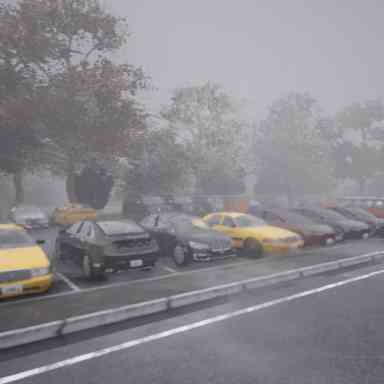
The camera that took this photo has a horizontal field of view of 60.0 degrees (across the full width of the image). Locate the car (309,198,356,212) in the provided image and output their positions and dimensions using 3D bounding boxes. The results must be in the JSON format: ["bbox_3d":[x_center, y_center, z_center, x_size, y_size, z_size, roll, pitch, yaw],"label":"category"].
[{"bbox_3d":[16.835,1.565,40.176,2.163,1.488,4.792,1,0,-35],"label":"car"}]

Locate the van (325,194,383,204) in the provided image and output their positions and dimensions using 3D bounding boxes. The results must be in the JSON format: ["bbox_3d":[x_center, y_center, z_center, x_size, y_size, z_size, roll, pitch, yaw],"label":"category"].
[{"bbox_3d":[10.733,1.261,19.966,1.878,1.987,4.442,0,0,-35],"label":"van"}]

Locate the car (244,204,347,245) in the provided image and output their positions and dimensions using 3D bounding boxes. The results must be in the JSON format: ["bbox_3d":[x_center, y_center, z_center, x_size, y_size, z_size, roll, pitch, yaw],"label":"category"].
[{"bbox_3d":[4.030,1.521,15.021,2.163,1.488,4.792,0,0,-35],"label":"car"}]

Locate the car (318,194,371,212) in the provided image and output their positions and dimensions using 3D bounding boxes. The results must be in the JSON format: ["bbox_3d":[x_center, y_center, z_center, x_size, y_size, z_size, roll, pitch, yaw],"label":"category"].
[{"bbox_3d":[19.061,1.307,41.828,2.435,2.045,5.566,1,0,-35],"label":"car"}]

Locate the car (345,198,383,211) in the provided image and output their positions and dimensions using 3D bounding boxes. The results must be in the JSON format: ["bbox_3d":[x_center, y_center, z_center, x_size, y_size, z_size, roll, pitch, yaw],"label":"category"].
[{"bbox_3d":[23.698,1.600,44.863,1.946,1.575,5.366,1,0,-35],"label":"car"}]

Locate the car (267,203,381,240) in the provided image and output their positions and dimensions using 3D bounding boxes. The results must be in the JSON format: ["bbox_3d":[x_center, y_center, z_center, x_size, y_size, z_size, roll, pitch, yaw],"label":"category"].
[{"bbox_3d":[6.293,1.520,16.630,2.163,1.488,4.792,0,0,-35],"label":"car"}]

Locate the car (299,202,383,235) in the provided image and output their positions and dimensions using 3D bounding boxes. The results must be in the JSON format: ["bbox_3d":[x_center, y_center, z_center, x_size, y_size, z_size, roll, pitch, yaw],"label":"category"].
[{"bbox_3d":[8.555,1.518,18.238,2.163,1.488,4.792,0,0,-35],"label":"car"}]

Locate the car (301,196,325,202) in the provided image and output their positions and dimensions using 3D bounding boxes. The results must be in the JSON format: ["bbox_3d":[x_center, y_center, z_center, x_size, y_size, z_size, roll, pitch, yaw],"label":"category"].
[{"bbox_3d":[12.185,1.528,36.940,2.163,1.488,4.792,0,0,-35],"label":"car"}]

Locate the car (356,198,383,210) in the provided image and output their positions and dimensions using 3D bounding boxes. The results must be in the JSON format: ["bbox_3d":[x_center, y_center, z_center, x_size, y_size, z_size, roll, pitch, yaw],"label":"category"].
[{"bbox_3d":[25.849,1.666,46.617,2.002,1.452,4.674,1,0,-35],"label":"car"}]

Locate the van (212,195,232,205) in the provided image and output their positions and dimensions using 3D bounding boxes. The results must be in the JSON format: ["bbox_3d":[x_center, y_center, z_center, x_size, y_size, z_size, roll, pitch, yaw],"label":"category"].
[{"bbox_3d":[1.090,1.260,28.872,1.878,1.987,4.442,0,0,-35],"label":"van"}]

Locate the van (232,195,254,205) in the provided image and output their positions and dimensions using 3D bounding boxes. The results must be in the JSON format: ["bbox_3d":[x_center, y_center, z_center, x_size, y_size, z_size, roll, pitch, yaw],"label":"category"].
[{"bbox_3d":[3.213,1.258,30.668,1.878,1.987,4.442,0,0,-35],"label":"van"}]

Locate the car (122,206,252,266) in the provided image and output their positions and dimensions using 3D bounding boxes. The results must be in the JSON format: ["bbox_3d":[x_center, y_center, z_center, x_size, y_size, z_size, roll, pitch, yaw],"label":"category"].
[{"bbox_3d":[-0.516,1.496,11.832,2.231,1.521,4.892,0,0,-35],"label":"car"}]

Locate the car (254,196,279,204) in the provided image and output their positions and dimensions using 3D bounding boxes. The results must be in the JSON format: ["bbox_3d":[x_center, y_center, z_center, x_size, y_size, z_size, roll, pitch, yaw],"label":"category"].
[{"bbox_3d":[5.535,1.482,32.182,2.097,1.535,5.008,0,0,-35],"label":"car"}]

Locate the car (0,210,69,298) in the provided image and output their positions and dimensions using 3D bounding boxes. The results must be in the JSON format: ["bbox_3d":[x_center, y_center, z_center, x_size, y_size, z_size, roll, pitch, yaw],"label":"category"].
[{"bbox_3d":[-4.930,1.495,8.459,1.946,1.575,5.366,0,0,-35],"label":"car"}]

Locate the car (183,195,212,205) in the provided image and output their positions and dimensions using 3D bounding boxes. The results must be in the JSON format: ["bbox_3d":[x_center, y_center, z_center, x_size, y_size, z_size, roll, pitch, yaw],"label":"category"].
[{"bbox_3d":[-1.218,1.236,27.340,2.435,2.045,5.566,0,0,-35],"label":"car"}]

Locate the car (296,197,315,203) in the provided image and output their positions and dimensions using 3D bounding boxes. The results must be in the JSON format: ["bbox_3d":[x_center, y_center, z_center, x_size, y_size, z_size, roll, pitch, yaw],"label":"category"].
[{"bbox_3d":[10.034,1.518,35.411,2.163,1.488,4.792,0,0,-35],"label":"car"}]

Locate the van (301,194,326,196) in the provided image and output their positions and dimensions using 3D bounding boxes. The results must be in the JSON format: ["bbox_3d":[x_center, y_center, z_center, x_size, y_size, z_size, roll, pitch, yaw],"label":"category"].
[{"bbox_3d":[14.394,1.289,38.618,1.878,1.987,4.442,0,0,-35],"label":"van"}]

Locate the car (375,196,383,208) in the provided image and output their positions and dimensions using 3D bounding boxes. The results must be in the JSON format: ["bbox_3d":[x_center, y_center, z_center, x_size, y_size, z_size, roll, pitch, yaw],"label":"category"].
[{"bbox_3d":[30.244,1.544,49.783,2.185,1.767,4.553,1,0,-35],"label":"car"}]

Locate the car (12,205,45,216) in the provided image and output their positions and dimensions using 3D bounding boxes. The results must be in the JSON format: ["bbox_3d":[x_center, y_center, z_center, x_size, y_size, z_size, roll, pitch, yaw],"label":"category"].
[{"bbox_3d":[-10.369,1.534,20.871,2.002,1.452,4.674,0,0,-35],"label":"car"}]

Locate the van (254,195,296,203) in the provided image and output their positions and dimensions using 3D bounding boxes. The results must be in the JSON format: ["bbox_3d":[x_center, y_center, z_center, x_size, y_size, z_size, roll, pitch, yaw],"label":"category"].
[{"bbox_3d":[7.871,1.258,33.704,1.878,1.987,4.442,0,0,-36],"label":"van"}]

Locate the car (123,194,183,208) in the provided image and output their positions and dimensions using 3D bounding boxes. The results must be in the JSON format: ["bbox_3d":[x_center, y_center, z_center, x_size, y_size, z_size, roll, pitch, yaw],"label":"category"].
[{"bbox_3d":[-3.476,1.238,25.734,2.435,2.045,5.566,0,0,-35],"label":"car"}]

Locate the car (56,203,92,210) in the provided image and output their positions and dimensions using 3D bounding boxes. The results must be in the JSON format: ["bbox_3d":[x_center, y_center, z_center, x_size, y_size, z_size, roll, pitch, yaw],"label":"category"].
[{"bbox_3d":[-8.005,1.492,22.542,2.097,1.535,5.008,0,0,-35],"label":"car"}]

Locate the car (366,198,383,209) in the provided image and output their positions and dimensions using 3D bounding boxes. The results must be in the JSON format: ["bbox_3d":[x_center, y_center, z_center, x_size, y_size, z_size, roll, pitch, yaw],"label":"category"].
[{"bbox_3d":[28.122,1.678,48.200,2.163,1.488,4.792,1,0,-35],"label":"car"}]

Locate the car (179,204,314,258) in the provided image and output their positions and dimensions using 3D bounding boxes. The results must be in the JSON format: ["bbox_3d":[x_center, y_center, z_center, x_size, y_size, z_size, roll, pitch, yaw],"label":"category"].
[{"bbox_3d":[1.858,1.490,13.285,1.946,1.575,5.366,0,0,-35],"label":"car"}]

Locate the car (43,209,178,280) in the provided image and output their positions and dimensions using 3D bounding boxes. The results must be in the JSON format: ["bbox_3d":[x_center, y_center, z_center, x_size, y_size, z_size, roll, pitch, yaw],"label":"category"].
[{"bbox_3d":[-2.771,1.498,10.213,2.231,1.521,4.892,0,0,-35],"label":"car"}]
